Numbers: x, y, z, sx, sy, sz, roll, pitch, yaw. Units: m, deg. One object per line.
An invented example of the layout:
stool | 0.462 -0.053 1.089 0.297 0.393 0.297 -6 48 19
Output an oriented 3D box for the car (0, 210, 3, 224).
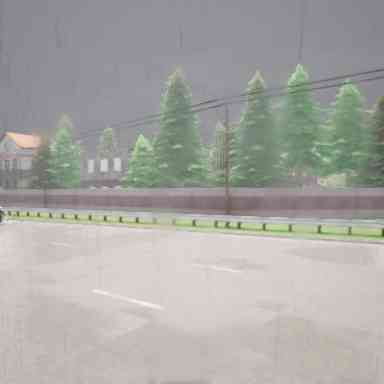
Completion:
car | -15.115 1.518 23.368 4.892 1.490 1.837 0 0 35
